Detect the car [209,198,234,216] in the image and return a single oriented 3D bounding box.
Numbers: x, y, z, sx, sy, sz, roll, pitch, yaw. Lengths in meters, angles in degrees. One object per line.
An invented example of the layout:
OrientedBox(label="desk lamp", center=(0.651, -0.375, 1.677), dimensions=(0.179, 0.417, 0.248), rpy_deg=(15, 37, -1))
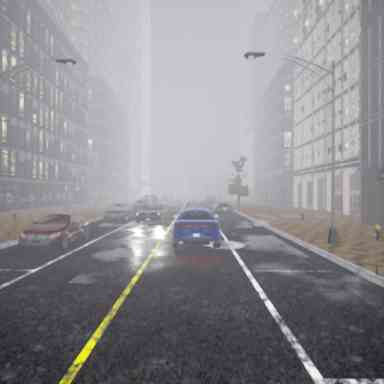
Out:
OrientedBox(label="car", center=(2.876, 1.512, 31.075), dimensions=(1.947, 1.339, 4.313), rpy_deg=(0, 0, 0))

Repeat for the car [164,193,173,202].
OrientedBox(label="car", center=(-5.292, 1.294, 65.291), dimensions=(1.967, 1.590, 4.097), rpy_deg=(0, 0, 0))

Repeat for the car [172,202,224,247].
OrientedBox(label="car", center=(0.182, 1.451, 14.850), dimensions=(1.882, 1.535, 5.008), rpy_deg=(0, 0, 0))

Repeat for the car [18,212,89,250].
OrientedBox(label="car", center=(-5.610, 1.547, 14.061), dimensions=(1.802, 1.307, 4.206), rpy_deg=(0, 0, 0))

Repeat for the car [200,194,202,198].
OrientedBox(label="car", center=(3.088, 1.451, 65.225), dimensions=(1.802, 1.307, 4.206), rpy_deg=(0, 0, 0))

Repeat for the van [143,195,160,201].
OrientedBox(label="van", center=(-5.433, 1.249, 42.523), dimensions=(1.690, 1.788, 3.998), rpy_deg=(0, 0, 0))

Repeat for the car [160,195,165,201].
OrientedBox(label="car", center=(-5.399, 1.477, 48.216), dimensions=(1.802, 1.307, 4.206), rpy_deg=(0, 0, 0))

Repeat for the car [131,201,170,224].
OrientedBox(label="car", center=(-2.942, 1.550, 24.494), dimensions=(1.895, 1.301, 4.718), rpy_deg=(0, 0, 1))

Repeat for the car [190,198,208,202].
OrientedBox(label="car", center=(0.288, 1.541, 32.069), dimensions=(1.895, 1.301, 4.718), rpy_deg=(0, 0, 0))

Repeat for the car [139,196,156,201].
OrientedBox(label="car", center=(-5.469, 1.465, 36.831), dimensions=(1.887, 1.381, 4.507), rpy_deg=(0, 0, 0))

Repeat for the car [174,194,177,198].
OrientedBox(label="car", center=(-5.222, 1.392, 76.676), dimensions=(1.947, 1.339, 4.313), rpy_deg=(0, 0, 0))

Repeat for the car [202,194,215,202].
OrientedBox(label="car", center=(3.018, 1.337, 53.841), dimensions=(1.967, 1.590, 4.097), rpy_deg=(0, 0, 0))

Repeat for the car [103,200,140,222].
OrientedBox(label="car", center=(-5.540, 1.494, 25.447), dimensions=(2.008, 1.369, 4.403), rpy_deg=(0, 0, 0))
